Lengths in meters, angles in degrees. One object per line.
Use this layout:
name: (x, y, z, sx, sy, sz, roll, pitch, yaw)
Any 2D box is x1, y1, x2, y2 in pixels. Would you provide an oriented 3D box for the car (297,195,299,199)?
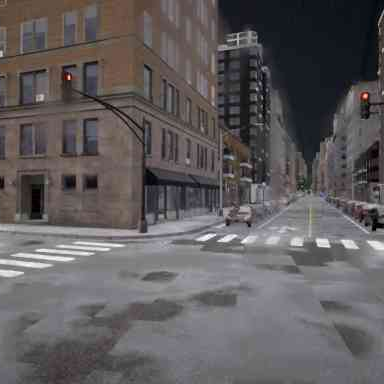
car: (22.222, 1.308, 74.892, 2.192, 1.841, 5.009, 1, 0, 20)

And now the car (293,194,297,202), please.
car: (20.349, 1.561, 69.690, 1.947, 1.339, 4.313, 1, 0, 20)

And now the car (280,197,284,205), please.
car: (9.125, 1.546, 38.470, 1.887, 1.381, 4.507, 1, 0, 20)

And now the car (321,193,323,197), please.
car: (35.863, 1.430, 87.639, 1.967, 1.590, 4.097, 1, 0, 20)

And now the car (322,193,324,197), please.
car: (33.992, 1.431, 82.434, 1.967, 1.590, 4.097, 1, 0, 20)

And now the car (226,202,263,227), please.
car: (3.513, 1.584, 22.861, 1.802, 1.307, 4.206, 1, 0, 20)

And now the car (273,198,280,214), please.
car: (7.254, 1.552, 33.267, 2.008, 1.369, 4.403, 1, 0, 20)

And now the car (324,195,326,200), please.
car: (30.248, 1.575, 72.026, 1.802, 1.307, 4.206, 1, 0, 20)

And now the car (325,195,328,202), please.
car: (28.377, 1.561, 66.821, 1.947, 1.339, 4.313, 1, 0, 20)

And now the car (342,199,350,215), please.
car: (15.279, 1.552, 30.389, 2.008, 1.369, 4.403, 1, 0, 20)

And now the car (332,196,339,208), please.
car: (20.893, 1.566, 46.003, 1.947, 1.339, 4.313, 1, 0, 20)

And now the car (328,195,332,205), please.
car: (24.635, 1.549, 56.412, 2.008, 1.369, 4.403, 1, 0, 20)

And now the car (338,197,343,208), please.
car: (17.151, 1.546, 35.594, 1.887, 1.381, 4.507, 1, 0, 20)

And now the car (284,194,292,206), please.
car: (14.680, 1.524, 53.920, 1.752, 1.417, 4.829, 1, 0, 20)

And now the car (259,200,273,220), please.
car: (5.383, 1.568, 28.064, 1.947, 1.339, 4.313, 1, 0, 20)

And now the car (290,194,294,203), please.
car: (16.608, 1.564, 59.283, 1.947, 1.339, 4.313, 1, 0, 20)

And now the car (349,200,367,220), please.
car: (13.408, 1.546, 25.184, 1.887, 1.381, 4.507, 1, 0, 20)

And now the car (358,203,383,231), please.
car: (11.537, 1.568, 19.980, 1.947, 1.339, 4.313, 1, 0, 20)
